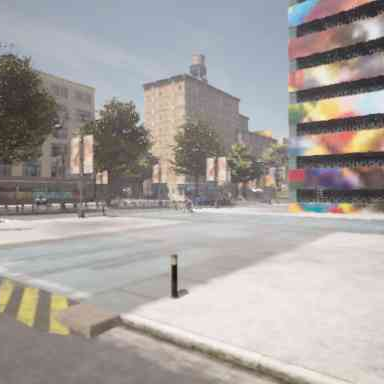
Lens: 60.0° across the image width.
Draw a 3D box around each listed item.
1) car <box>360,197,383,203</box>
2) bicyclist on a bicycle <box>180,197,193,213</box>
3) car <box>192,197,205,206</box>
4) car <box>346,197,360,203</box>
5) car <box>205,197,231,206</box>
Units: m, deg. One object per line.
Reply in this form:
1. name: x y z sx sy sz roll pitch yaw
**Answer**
1. car: 18.962 1.346 34.071 2.002 1.452 4.674 0 0 36
2. bicyclist on a bicycle: -0.536 1.305 33.940 1.656 1.620 0.582 0 0 37
3. car: 1.785 1.535 56.140 1.812 1.442 4.674 0 0 37
4. car: 22.919 1.445 46.323 2.161 1.482 4.786 0 0 36
5. car: 4.594 1.538 54.052 1.812 1.442 4.674 0 0 37
